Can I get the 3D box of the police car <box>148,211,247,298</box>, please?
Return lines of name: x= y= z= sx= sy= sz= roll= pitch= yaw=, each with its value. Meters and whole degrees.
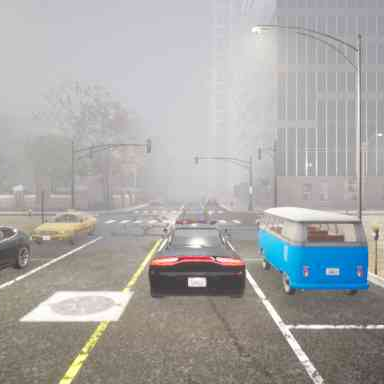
police car: x=0.108 y=1.501 z=8.611 sx=2.038 sy=1.542 sz=4.974 roll=0 pitch=0 yaw=0

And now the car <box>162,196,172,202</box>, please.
car: x=-5.588 y=1.537 z=74.971 sx=1.802 sy=1.307 sz=4.206 roll=0 pitch=0 yaw=0

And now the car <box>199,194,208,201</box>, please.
car: x=2.801 y=1.388 z=80.637 sx=1.967 sy=1.590 sz=4.097 roll=0 pitch=0 yaw=0

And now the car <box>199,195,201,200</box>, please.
car: x=2.793 y=1.521 z=74.955 sx=1.947 sy=1.339 sz=4.313 roll=0 pitch=0 yaw=0

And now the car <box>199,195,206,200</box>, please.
car: x=2.817 y=1.452 z=92.172 sx=1.752 sy=1.417 sz=4.829 roll=0 pitch=0 yaw=0

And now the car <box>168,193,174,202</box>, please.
car: x=-5.595 y=1.277 z=69.289 sx=2.192 sy=1.841 sz=5.009 roll=0 pitch=0 yaw=0

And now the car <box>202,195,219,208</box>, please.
car: x=2.755 y=1.416 z=46.550 sx=1.967 sy=1.590 sz=4.097 roll=0 pitch=0 yaw=0

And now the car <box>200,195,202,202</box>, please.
car: x=2.762 y=1.538 z=52.231 sx=1.947 sy=1.339 sz=4.313 roll=0 pitch=0 yaw=0

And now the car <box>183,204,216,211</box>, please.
car: x=0.123 y=1.555 z=17.573 sx=1.994 sy=1.385 sz=4.181 roll=0 pitch=0 yaw=0

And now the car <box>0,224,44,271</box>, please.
car: x=-5.759 y=1.562 z=8.435 sx=1.947 sy=1.339 sz=4.313 roll=0 pitch=0 yaw=0

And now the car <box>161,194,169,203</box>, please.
car: x=-5.612 y=1.520 z=57.923 sx=2.008 sy=1.369 sz=4.403 roll=0 pitch=0 yaw=0

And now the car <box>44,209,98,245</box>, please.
car: x=-5.797 y=1.518 z=15.669 sx=1.752 sy=1.417 sz=4.829 roll=0 pitch=0 yaw=0

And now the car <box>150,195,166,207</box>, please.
car: x=-5.619 y=1.517 z=52.240 sx=1.887 sy=1.381 sz=4.507 roll=0 pitch=0 yaw=0

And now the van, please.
van: x=2.785 y=1.337 z=8.425 sx=1.690 sy=1.788 sz=3.998 roll=0 pitch=0 yaw=0
